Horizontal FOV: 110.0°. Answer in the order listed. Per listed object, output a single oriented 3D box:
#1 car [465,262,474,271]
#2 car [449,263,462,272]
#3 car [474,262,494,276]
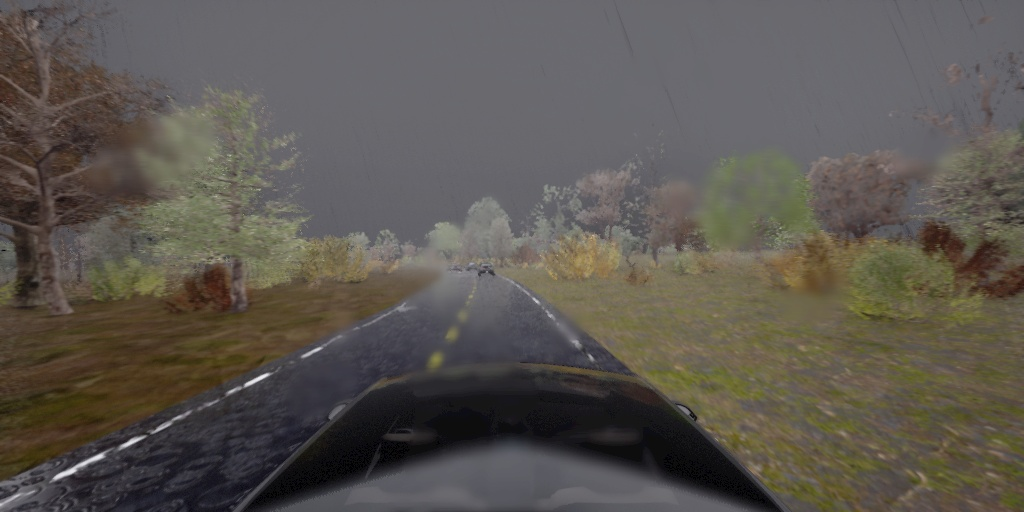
[{"bbox_3d":[-7.081,1.831,63.339,1.812,1.442,4.674,-2,0,-13],"label":"car"},{"bbox_3d":[-9.597,1.939,60.522,1.994,1.385,4.181,-2,0,-12],"label":"car"},{"bbox_3d":[-3.194,1.578,42.923,1.837,1.490,4.892,-2,0,-9],"label":"car"}]
